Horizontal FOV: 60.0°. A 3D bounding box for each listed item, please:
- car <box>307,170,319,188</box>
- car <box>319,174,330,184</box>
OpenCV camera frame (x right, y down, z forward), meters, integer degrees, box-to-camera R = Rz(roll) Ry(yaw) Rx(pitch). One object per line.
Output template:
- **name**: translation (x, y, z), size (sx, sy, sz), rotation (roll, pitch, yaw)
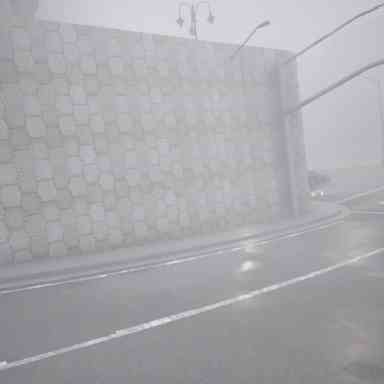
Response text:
- **car**: translation (8.042, -0.742, 29.605), size (2.033, 1.411, 5.357), rotation (-11, 7, -35)
- **car**: translation (10.710, -1.347, 31.813), size (1.837, 1.490, 4.892), rotation (-11, 7, -34)
